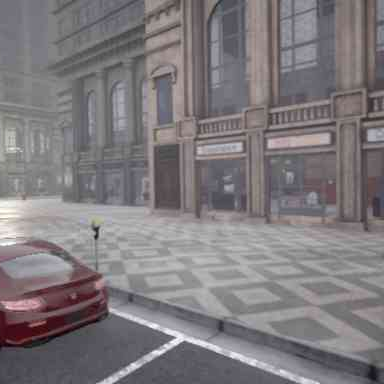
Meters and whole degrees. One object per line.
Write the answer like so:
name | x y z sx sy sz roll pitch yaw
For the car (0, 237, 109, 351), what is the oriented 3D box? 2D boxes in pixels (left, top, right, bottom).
car | -3.105 1.421 5.527 4.206 1.307 1.802 1 2 39
